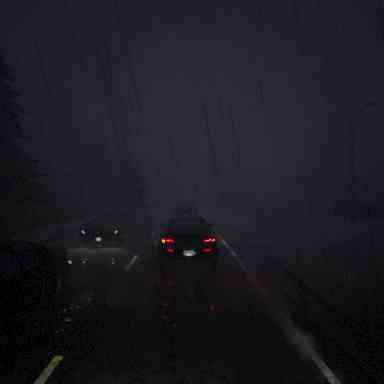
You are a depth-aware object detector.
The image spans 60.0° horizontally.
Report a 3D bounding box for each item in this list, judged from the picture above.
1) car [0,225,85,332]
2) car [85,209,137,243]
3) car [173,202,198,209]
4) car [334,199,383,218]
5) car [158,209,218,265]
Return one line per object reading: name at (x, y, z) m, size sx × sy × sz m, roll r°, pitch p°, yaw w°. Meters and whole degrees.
car at (-3.690, 1.562, 5.537) m, size 2.033 × 1.411 × 5.357 m, roll 0°, pitch 0°, yaw -1°
car at (-3.904, 1.579, 16.446) m, size 2.033 × 1.411 × 5.357 m, roll 0°, pitch 0°, yaw -1°
car at (-0.520, 1.519, 26.486) m, size 1.882 × 1.535 × 5.008 m, roll 0°, pitch 0°, yaw -1°
car at (13.648, 1.363, 28.095) m, size 2.007 × 1.523 × 4.514 m, roll 0°, pitch 0°, yaw -1°
car at (-0.161, 1.544, 11.604) m, size 1.812 × 1.442 × 4.674 m, roll 0°, pitch 0°, yaw -2°
